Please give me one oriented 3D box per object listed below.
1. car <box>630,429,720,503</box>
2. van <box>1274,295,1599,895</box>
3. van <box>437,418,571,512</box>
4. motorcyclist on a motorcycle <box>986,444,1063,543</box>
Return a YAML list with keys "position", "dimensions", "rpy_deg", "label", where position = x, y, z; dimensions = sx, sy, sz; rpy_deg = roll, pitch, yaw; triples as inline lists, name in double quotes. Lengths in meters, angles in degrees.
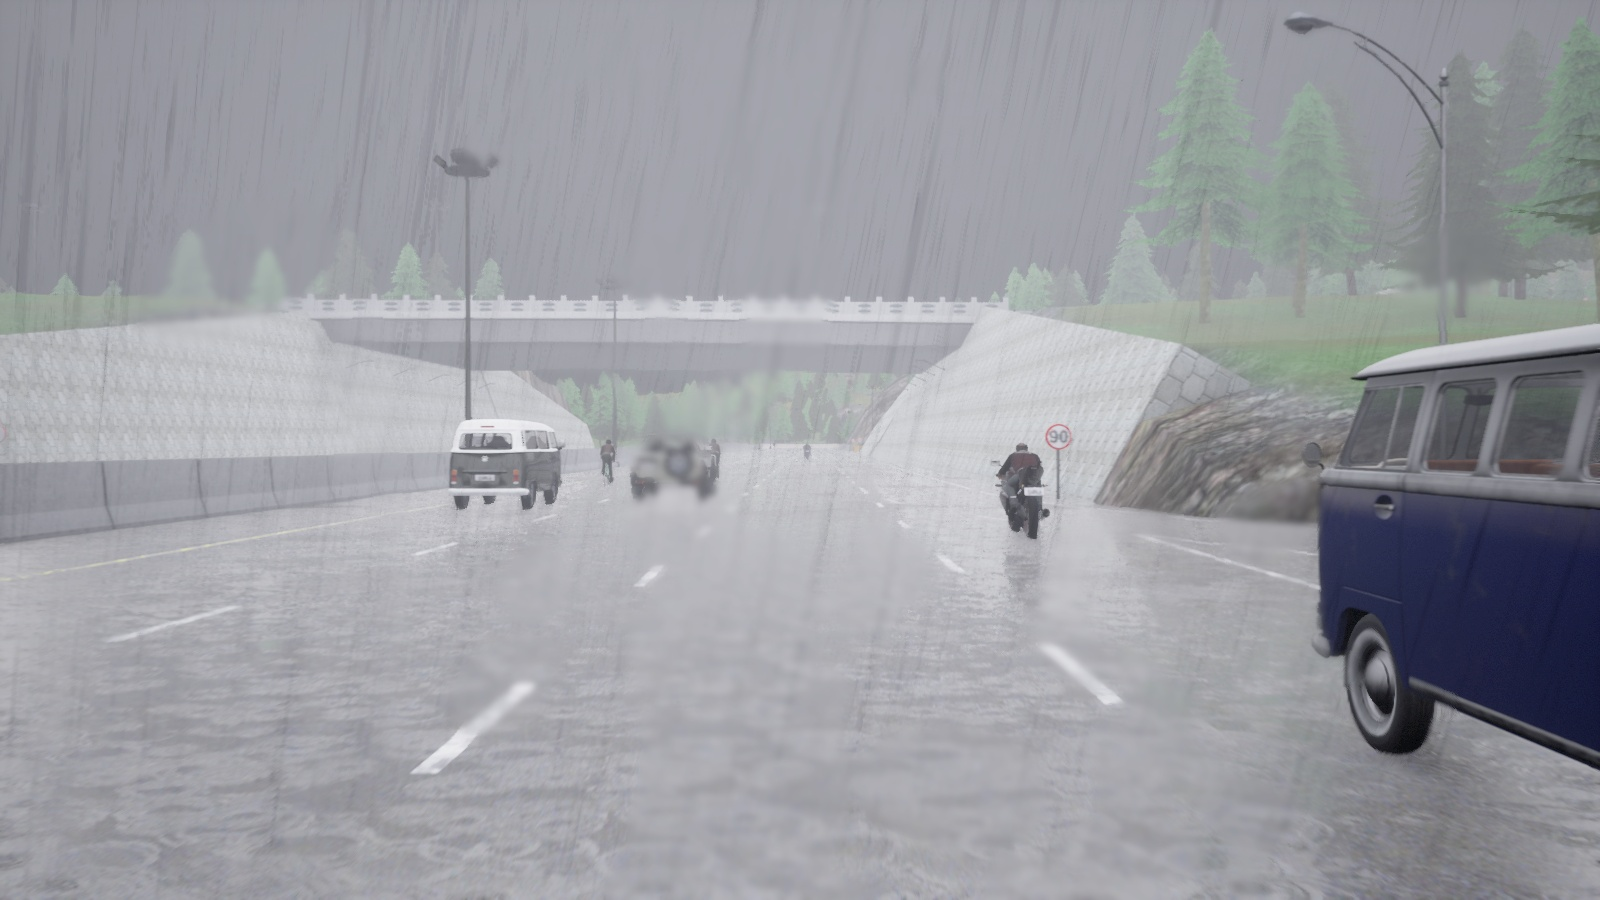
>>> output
- position: [-3.292, 0.372, 33.802]
  dimensions: [1.932, 1.855, 4.605]
  rpy_deg: [0, 1, 0]
  label: "car"
- position: [3.543, 0.476, 4.830]
  dimensions: [1.775, 1.987, 4.442]
  rpy_deg: [0, 0, 0]
  label: "van"
- position: [-6.817, 0.301, 29.430]
  dimensions: [2.069, 2.038, 4.480]
  rpy_deg: [0, 1, 0]
  label: "van"
- position: [3.632, 0.669, 20.507]
  dimensions: [0.866, 1.530, 2.191]
  rpy_deg: [0, 0, 0]
  label: "motorcyclist on a motorcycle"
